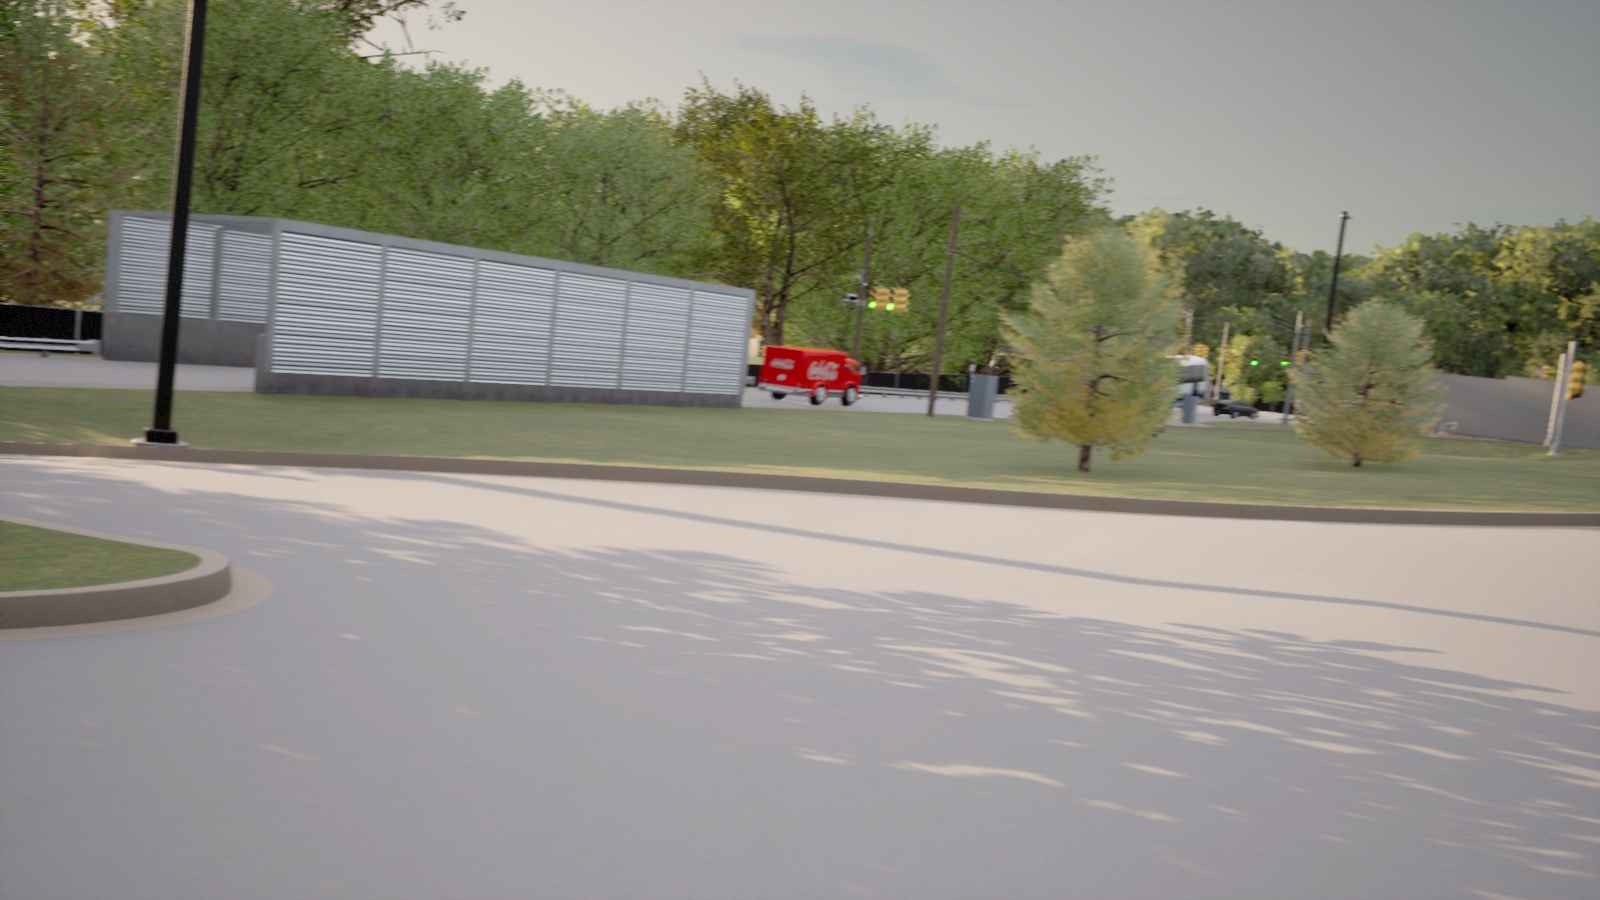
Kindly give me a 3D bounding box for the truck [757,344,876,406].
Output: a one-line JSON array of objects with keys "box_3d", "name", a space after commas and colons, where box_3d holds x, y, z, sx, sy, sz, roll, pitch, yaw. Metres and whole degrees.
[{"box_3d": [0.809, -3.359, 56.907, 2.627, 2.467, 5.204, 9, 7, 36], "name": "truck"}]
